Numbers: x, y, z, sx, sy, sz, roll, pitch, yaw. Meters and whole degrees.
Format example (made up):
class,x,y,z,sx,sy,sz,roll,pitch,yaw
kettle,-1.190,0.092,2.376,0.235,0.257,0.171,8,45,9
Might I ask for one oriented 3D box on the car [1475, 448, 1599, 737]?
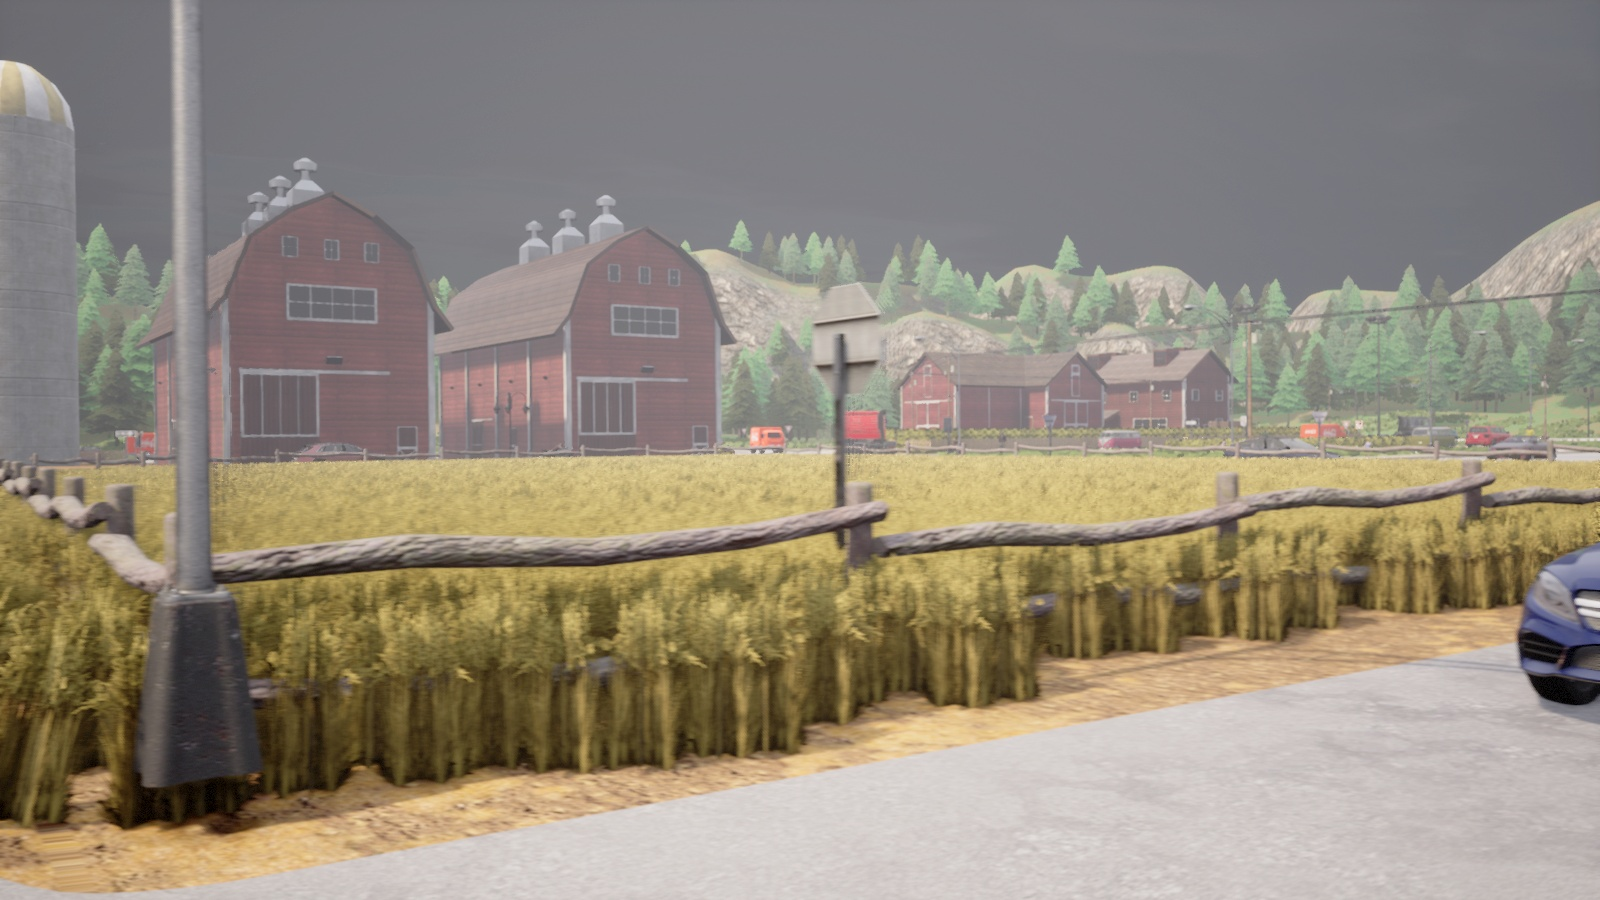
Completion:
class,x,y,z,sx,sy,sz,roll,pitch,yaw
car,6.114,0.701,7.433,4.674,1.442,1.812,-1,0,-35

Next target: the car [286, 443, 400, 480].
class,x,y,z,sx,sy,sz,roll,pitch,yaw
car,-22.455,0.536,61.829,4.856,1.649,2.033,-1,1,-38

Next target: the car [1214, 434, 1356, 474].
class,x,y,z,sx,sy,sz,roll,pitch,yaw
car,19.051,0.132,49.503,2.163,1.488,4.792,-1,1,-35

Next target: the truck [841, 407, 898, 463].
class,x,y,z,sx,sy,sz,roll,pitch,yaw
truck,4.532,-1.022,83.435,2.891,3.462,7.936,-1,1,-3

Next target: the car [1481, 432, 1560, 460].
class,x,y,z,sx,sy,sz,roll,pitch,yaw
car,37.456,-0.232,65.270,4.181,1.385,1.994,-1,1,-36
